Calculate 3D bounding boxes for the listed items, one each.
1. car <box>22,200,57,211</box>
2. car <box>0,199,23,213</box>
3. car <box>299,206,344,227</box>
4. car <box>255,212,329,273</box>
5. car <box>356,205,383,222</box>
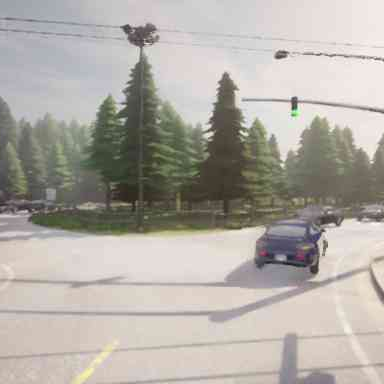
[{"bbox_3d":[-16.944,1.659,38.053,1.837,1.490,4.892,-1,0,2],"label":"car"},{"bbox_3d":[-20.277,1.622,38.366,2.128,1.511,4.902,0,0,4],"label":"car"},{"bbox_3d":[8.978,1.725,23.665,4.902,1.511,2.128,1,-1,-41],"label":"car"},{"bbox_3d":[3.397,1.632,11.150,1.812,1.442,4.674,0,0,25],"label":"car"},{"bbox_3d":[16.622,1.862,29.920,4.674,1.442,1.812,1,-1,-39],"label":"car"}]
